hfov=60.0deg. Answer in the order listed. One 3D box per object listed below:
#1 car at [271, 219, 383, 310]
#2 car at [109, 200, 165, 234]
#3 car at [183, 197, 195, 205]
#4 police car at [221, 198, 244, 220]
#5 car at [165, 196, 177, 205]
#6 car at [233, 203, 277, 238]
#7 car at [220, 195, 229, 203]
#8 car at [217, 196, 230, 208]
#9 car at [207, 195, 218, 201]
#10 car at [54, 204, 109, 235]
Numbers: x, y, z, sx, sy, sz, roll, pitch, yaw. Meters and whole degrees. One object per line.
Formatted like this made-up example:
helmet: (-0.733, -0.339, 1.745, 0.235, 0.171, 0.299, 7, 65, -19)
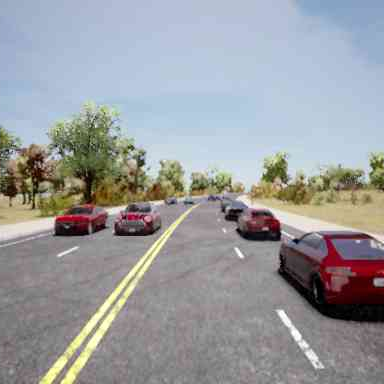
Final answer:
car: (3.432, 1.585, 7.947, 1.994, 1.385, 4.181, 0, 0, 1)
car: (-3.024, 1.391, 19.356, 2.097, 1.767, 4.553, 0, 0, 2)
car: (-0.547, 1.604, 60.903, 2.033, 1.411, 5.357, 0, 0, 6)
police car: (3.891, 1.555, 28.835, 2.038, 1.542, 4.974, 0, 0, 2)
car: (-3.849, 1.553, 60.560, 2.128, 1.511, 4.902, 0, 0, 5)
car: (3.508, 1.564, 17.916, 1.812, 1.442, 4.674, 0, 0, 2)
car: (7.112, 1.536, 72.414, 1.837, 1.490, 4.892, 0, 0, 6)
car: (4.443, 1.548, 39.748, 2.128, 1.511, 4.902, 0, 0, 3)
car: (4.816, 1.425, 81.667, 1.812, 1.442, 4.674, 0, 0, 7)
car: (-6.279, 1.516, 19.403, 1.882, 1.535, 5.008, 0, 0, 2)
